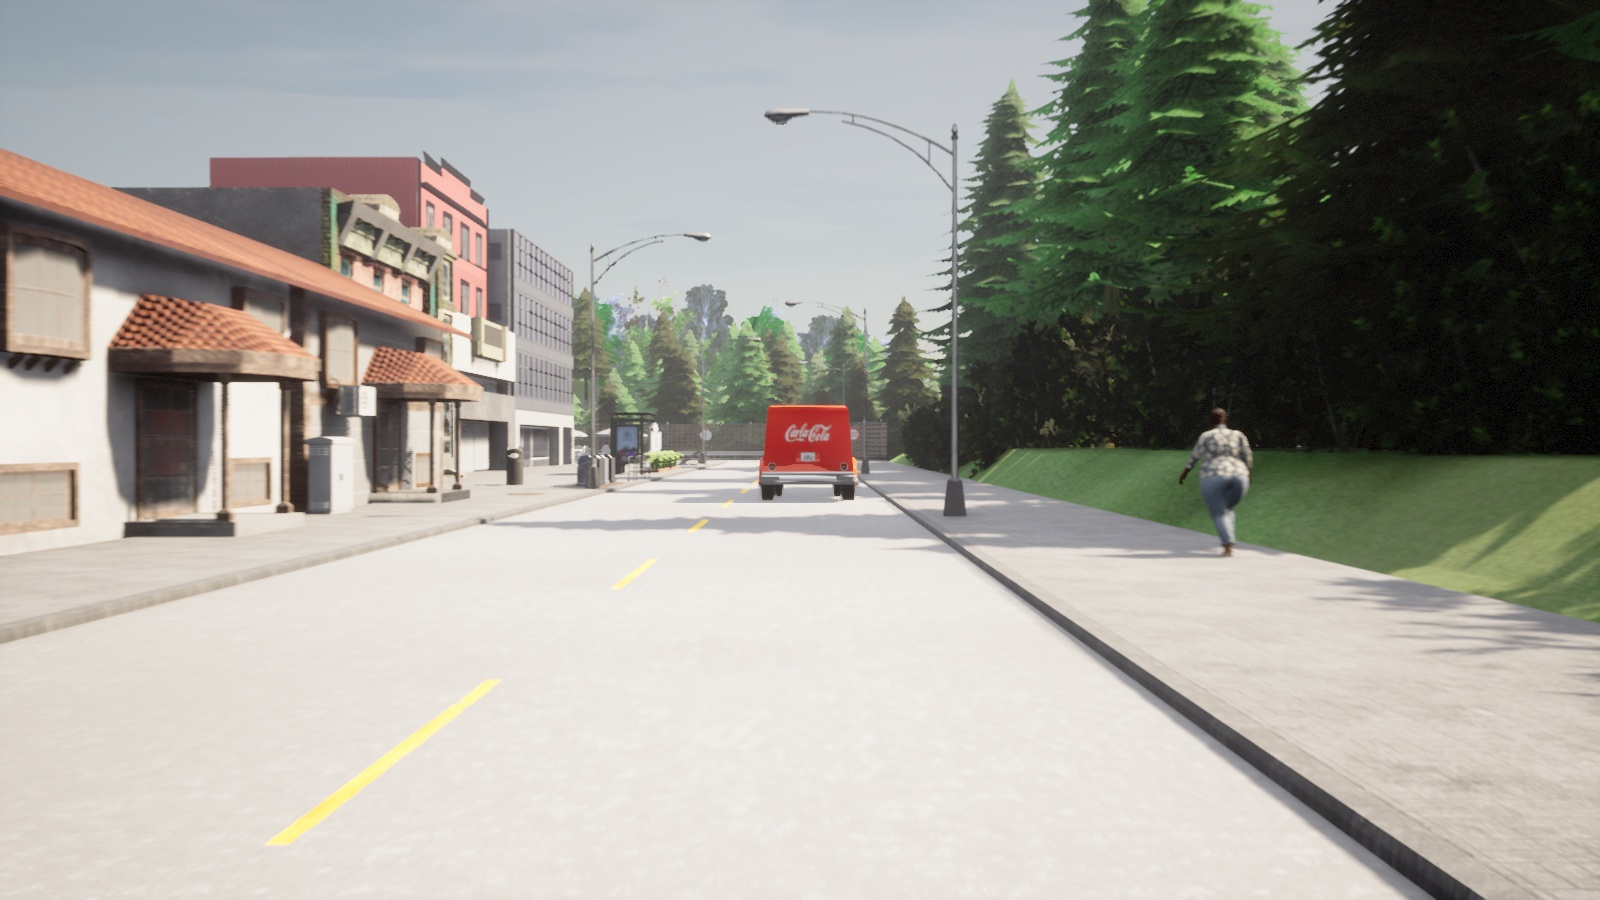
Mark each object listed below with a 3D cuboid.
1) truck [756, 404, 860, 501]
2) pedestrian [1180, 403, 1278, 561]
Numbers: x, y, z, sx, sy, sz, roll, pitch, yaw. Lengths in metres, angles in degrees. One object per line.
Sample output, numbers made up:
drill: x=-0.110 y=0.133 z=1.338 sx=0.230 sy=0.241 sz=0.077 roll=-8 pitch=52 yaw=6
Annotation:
truck: x=0.223 y=0.063 z=34.414 sx=2.627 sy=2.467 sz=5.204 roll=0 pitch=0 yaw=0
pedestrian: x=5.201 y=0.376 z=15.267 sx=0.874 sy=1.855 sz=0.900 roll=0 pitch=0 yaw=-1
